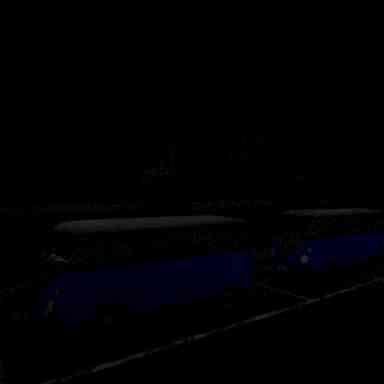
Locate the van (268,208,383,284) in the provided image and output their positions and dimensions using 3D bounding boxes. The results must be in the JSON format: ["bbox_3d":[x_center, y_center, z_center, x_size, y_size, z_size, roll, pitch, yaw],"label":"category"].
[{"bbox_3d":[3.912,1.353,9.337,3.998,1.788,1.690,0,0,-36],"label":"van"}]

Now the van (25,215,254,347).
[{"bbox_3d":[-0.692,1.345,6.048,3.998,1.788,1.690,0,0,-36],"label":"van"}]
